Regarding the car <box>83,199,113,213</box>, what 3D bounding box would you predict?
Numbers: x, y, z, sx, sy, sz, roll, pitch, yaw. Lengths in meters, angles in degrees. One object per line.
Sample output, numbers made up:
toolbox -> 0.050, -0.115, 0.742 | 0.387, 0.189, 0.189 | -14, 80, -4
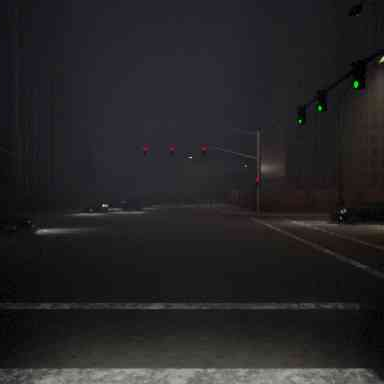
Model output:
car -> -10.707, 1.547, 37.542 | 2.033, 1.411, 5.357 | 0, 0, -3

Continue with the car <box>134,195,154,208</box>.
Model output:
car -> -7.185, 1.525, 49.629 | 1.812, 1.442, 4.674 | 0, 0, 0

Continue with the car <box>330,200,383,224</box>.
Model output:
car -> 12.368, 1.352, 23.875 | 4.553, 1.767, 2.097 | 0, 0, 0

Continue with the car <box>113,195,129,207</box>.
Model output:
car -> -10.687, 1.547, 47.617 | 2.033, 1.411, 5.357 | 0, 0, 0

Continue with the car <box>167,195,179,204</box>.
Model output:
car -> -3.624, 1.352, 64.898 | 2.097, 1.767, 4.553 | 0, 0, 0

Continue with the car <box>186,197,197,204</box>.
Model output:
car -> -0.124, 1.564, 64.935 | 1.994, 1.385, 4.181 | 0, 0, 0

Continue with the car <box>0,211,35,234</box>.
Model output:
car -> -11.594, 1.548, 18.129 | 5.357, 1.411, 2.033 | 0, 0, -20

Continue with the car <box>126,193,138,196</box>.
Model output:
car -> -10.669, 1.221, 58.307 | 2.150, 2.045, 5.566 | 0, 0, 0

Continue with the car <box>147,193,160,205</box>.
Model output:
car -> -7.158, 1.221, 60.156 | 2.150, 2.045, 5.566 | 0, 0, 1

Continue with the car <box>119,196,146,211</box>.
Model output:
car -> -7.156, 1.526, 40.535 | 1.812, 1.442, 4.674 | 0, 0, -1
